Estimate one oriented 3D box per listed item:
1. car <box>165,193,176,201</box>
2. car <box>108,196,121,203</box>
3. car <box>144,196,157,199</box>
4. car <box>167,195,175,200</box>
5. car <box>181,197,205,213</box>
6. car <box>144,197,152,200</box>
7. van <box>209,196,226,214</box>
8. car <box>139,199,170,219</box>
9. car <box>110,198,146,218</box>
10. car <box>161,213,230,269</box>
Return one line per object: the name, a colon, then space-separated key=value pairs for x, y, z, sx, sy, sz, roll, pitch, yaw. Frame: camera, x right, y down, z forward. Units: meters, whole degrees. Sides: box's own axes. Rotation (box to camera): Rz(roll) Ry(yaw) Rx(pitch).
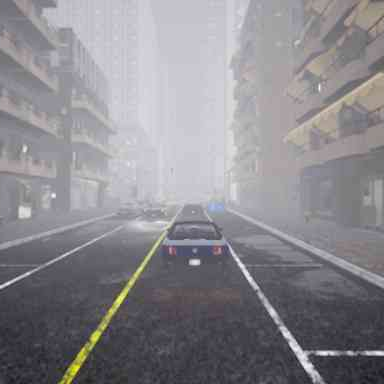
car: x=-5.695 y=1.402 z=84.471 sx=1.967 sy=1.590 sz=4.097 roll=1 pitch=0 yaw=0
car: x=-16.508 y=1.466 z=69.048 sx=4.097 sy=1.590 sz=1.967 roll=0 pitch=-1 yaw=0
car: x=-5.654 y=1.548 z=40.863 sx=1.947 sy=1.339 sz=4.313 roll=1 pitch=0 yaw=0
car: x=-5.699 y=1.541 z=90.046 sx=1.802 sy=1.307 sz=4.206 roll=1 pitch=0 yaw=0
car: x=0.087 y=1.465 z=29.397 sx=1.882 sy=1.535 sz=5.008 roll=0 pitch=0 yaw=0
car: x=-5.652 y=1.567 z=35.324 sx=1.802 sy=1.307 sz=4.206 roll=1 pitch=0 yaw=0
van: x=2.699 y=1.326 z=35.378 sx=1.690 sy=1.788 sz=3.998 roll=1 pitch=0 yaw=0
car: x=-3.106 y=1.588 z=29.169 sx=1.895 sy=1.301 sz=4.718 roll=0 pitch=0 yaw=0
car: x=-5.651 y=1.538 z=29.783 sx=2.008 sy=1.369 sz=4.403 roll=1 pitch=0 yaw=0
car: x=0.088 y=1.596 z=11.154 sx=1.895 sy=1.301 sz=4.718 roll=0 pitch=0 yaw=0
